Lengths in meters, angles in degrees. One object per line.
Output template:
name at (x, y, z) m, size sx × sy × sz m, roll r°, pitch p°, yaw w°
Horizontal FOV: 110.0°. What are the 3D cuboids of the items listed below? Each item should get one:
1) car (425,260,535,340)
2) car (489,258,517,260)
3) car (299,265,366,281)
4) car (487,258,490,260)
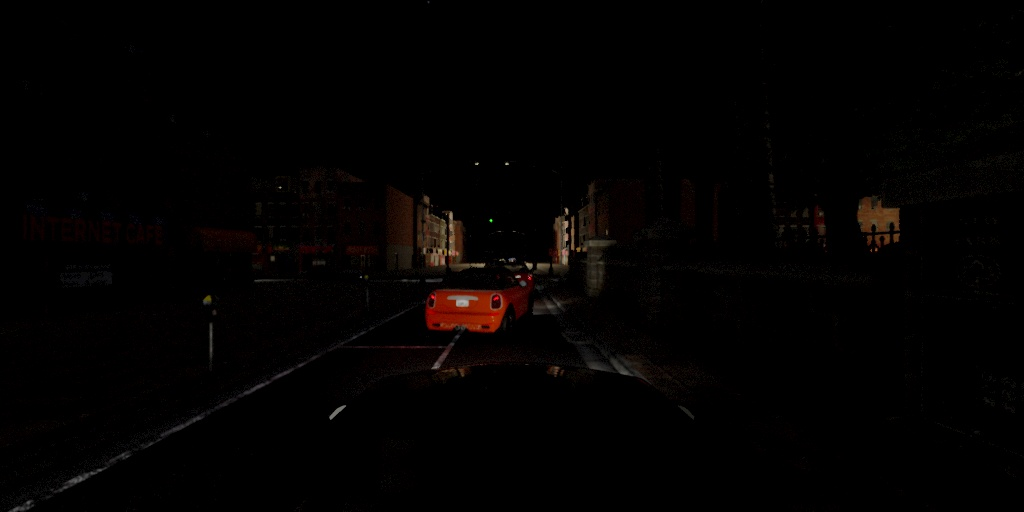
car at (-0.696, 1.110, 10.345) m, size 2.097 × 1.767 × 4.553 m, roll 0°, pitch 0°, yaw 12°
car at (0.090, 1.119, 19.219) m, size 2.097 × 1.767 × 4.553 m, roll 0°, pitch 0°, yaw 0°
car at (-14.339, 1.398, 28.902) m, size 4.718 × 1.301 × 1.895 m, roll 0°, pitch 0°, yaw 3°
car at (-2.583, 1.323, 43.409) m, size 1.751 × 1.417 × 4.829 m, roll 0°, pitch 0°, yaw 0°
